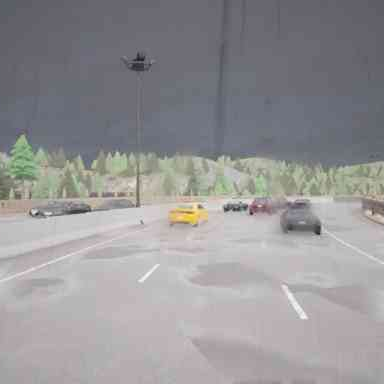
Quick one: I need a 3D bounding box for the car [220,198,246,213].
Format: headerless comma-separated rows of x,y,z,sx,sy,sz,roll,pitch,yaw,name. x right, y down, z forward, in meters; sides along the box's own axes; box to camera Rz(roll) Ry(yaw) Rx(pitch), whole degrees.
5.062,1.617,37.158,1.895,1.301,4.718,0,0,24,car

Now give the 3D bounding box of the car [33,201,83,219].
-10.033,1.538,27.000,2.128,1.511,4.902,0,0,17,car

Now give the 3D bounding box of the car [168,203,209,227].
-0.101,1.491,22.835,1.882,1.535,5.008,0,-1,14,car

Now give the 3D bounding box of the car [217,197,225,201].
6.903,1.615,66.551,1.882,1.535,5.008,-1,-1,40,car

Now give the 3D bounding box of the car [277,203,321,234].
6.164,1.557,19.152,1.994,1.385,4.181,0,0,13,car

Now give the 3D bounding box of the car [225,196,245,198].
8.927,1.601,63.453,2.128,1.511,4.902,-1,-1,39,car

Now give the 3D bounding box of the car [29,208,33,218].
-12.638,1.553,30.433,2.128,1.511,4.902,0,0,18,car

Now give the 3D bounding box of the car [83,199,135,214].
-6.371,1.389,27.028,2.097,1.767,4.553,0,0,17,car

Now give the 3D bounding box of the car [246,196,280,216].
7.198,1.352,33.272,2.097,1.767,4.553,0,0,22,car

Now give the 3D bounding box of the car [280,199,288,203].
11.414,1.549,42.299,2.033,1.411,5.357,0,0,31,car

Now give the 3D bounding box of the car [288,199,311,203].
11.552,1.487,34.505,1.837,1.490,4.892,0,0,24,car

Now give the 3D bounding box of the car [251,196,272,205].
13.225,1.592,63.187,1.837,1.490,4.892,-1,-1,41,car
